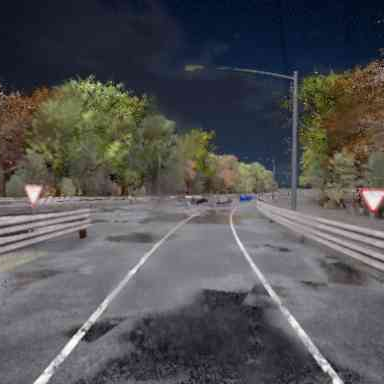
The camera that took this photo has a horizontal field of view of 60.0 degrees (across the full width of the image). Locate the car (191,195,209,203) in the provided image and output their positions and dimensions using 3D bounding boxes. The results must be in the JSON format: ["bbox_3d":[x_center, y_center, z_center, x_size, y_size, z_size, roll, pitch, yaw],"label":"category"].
[{"bbox_3d":[1.641,1.424,68.972,2.128,1.511,4.902,1,0,21],"label":"car"}]

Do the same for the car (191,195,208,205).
[{"bbox_3d":[1.430,1.433,58.560,1.882,1.535,5.008,1,0,21],"label":"car"}]

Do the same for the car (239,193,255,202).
[{"bbox_3d":[12.646,1.282,78.203,2.150,2.045,5.566,1,0,21],"label":"car"}]

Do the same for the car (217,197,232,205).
[{"bbox_3d":[6.043,1.588,60.869,1.994,1.385,4.181,1,0,21],"label":"car"}]
